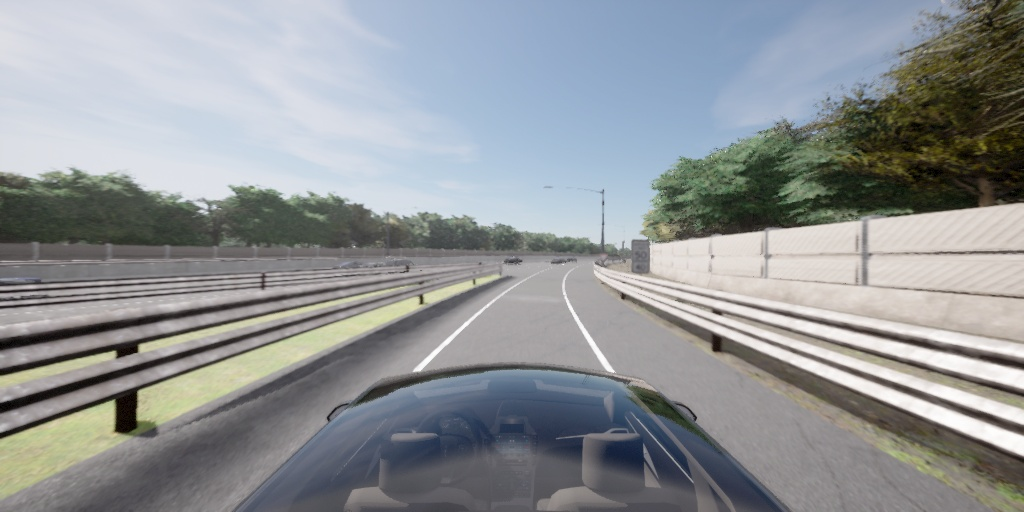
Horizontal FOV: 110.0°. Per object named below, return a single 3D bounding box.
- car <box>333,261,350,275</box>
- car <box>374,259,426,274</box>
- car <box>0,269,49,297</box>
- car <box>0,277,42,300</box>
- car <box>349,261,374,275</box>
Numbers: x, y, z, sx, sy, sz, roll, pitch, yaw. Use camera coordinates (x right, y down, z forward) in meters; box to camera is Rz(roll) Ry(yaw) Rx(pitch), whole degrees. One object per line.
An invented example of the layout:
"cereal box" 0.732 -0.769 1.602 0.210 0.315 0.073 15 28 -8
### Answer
"car" -16.530 1.224 37.627 1.994 1.385 4.181 1 1 28
"car" -10.366 1.090 34.306 2.097 1.767 4.553 1 1 28
"car" -27.077 1.444 17.811 1.895 1.301 4.718 1 1 28
"car" -24.352 1.373 15.479 1.837 1.490 4.892 1 1 28
"car" -13.425 1.299 36.012 1.895 1.301 4.718 1 1 28
